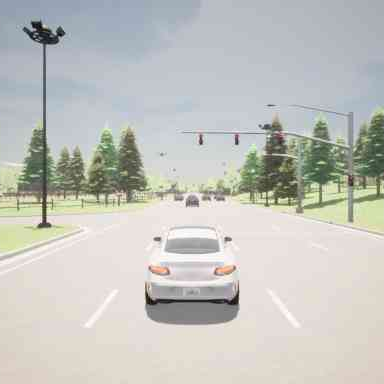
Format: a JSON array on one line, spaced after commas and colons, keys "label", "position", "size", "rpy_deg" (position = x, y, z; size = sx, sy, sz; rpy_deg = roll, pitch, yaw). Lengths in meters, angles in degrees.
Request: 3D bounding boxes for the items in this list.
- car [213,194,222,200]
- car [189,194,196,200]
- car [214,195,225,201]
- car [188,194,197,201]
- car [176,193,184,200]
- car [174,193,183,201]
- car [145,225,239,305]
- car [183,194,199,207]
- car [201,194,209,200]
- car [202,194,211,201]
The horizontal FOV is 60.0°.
[{"label": "car", "position": [7.121, 1.385, 92.883], "size": [1.994, 1.385, 4.181], "rpy_deg": [0, 0, 0]}, {"label": "car", "position": [0.121, 1.332, 92.892], "size": [1.837, 1.490, 4.892], "rpy_deg": [0, 0, 0]}, {"label": "car", "position": [7.108, 1.517, 82.463], "size": [2.128, 1.511, 4.902], "rpy_deg": [0, 0, 0]}, {"label": "car", "position": [0.108, 1.348, 82.858], "size": [2.097, 1.767, 4.553], "rpy_deg": [0, 0, 0]}, {"label": "car", "position": [-3.379, 1.187, 92.866], "size": [2.097, 1.767, 4.553], "rpy_deg": [0, 0, 0]}, {"label": "car", "position": [-3.392, 1.544, 82.860], "size": [1.994, 1.385, 4.181], "rpy_deg": [0, 0, 0]}, {"label": "car", "position": [0.017, 1.526, 7.956], "size": [1.812, 1.442, 4.674], "rpy_deg": [0, 0, 0]}, {"label": "car", "position": [0.068, 1.352, 51.829], "size": [2.097, 1.767, 4.553], "rpy_deg": [0, 0, 0]}, {"label": "car", "position": [3.621, 1.372, 92.887], "size": [2.033, 1.411, 5.357], "rpy_deg": [0, 0, 0]}, {"label": "car", "position": [3.608, 1.348, 82.854], "size": [2.097, 1.767, 4.553], "rpy_deg": [0, 0, 0]}]
